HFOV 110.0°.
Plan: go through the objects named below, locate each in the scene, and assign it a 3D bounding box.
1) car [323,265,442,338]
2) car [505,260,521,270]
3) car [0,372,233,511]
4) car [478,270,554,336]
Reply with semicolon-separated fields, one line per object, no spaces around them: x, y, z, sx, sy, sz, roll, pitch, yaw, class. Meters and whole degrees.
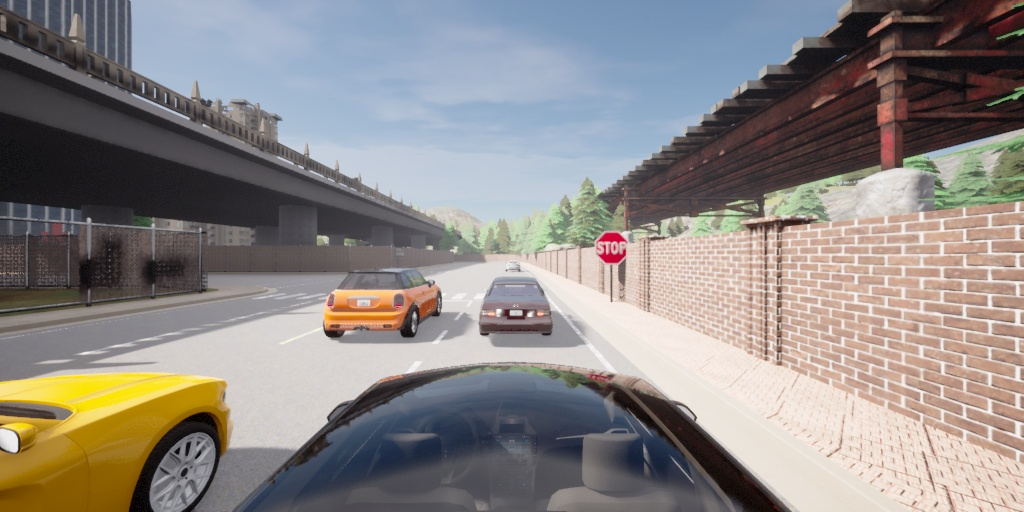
-3.411;1.102;10.371;2.097;1.767;4.553;0;0;0;car
0.125;1.274;46.264;1.812;1.442;4.674;0;0;-1;car
-3.398;1.228;1.114;1.882;1.535;5.008;0;0;0;car
0.090;1.297;10.390;2.033;1.411;5.357;0;0;0;car
